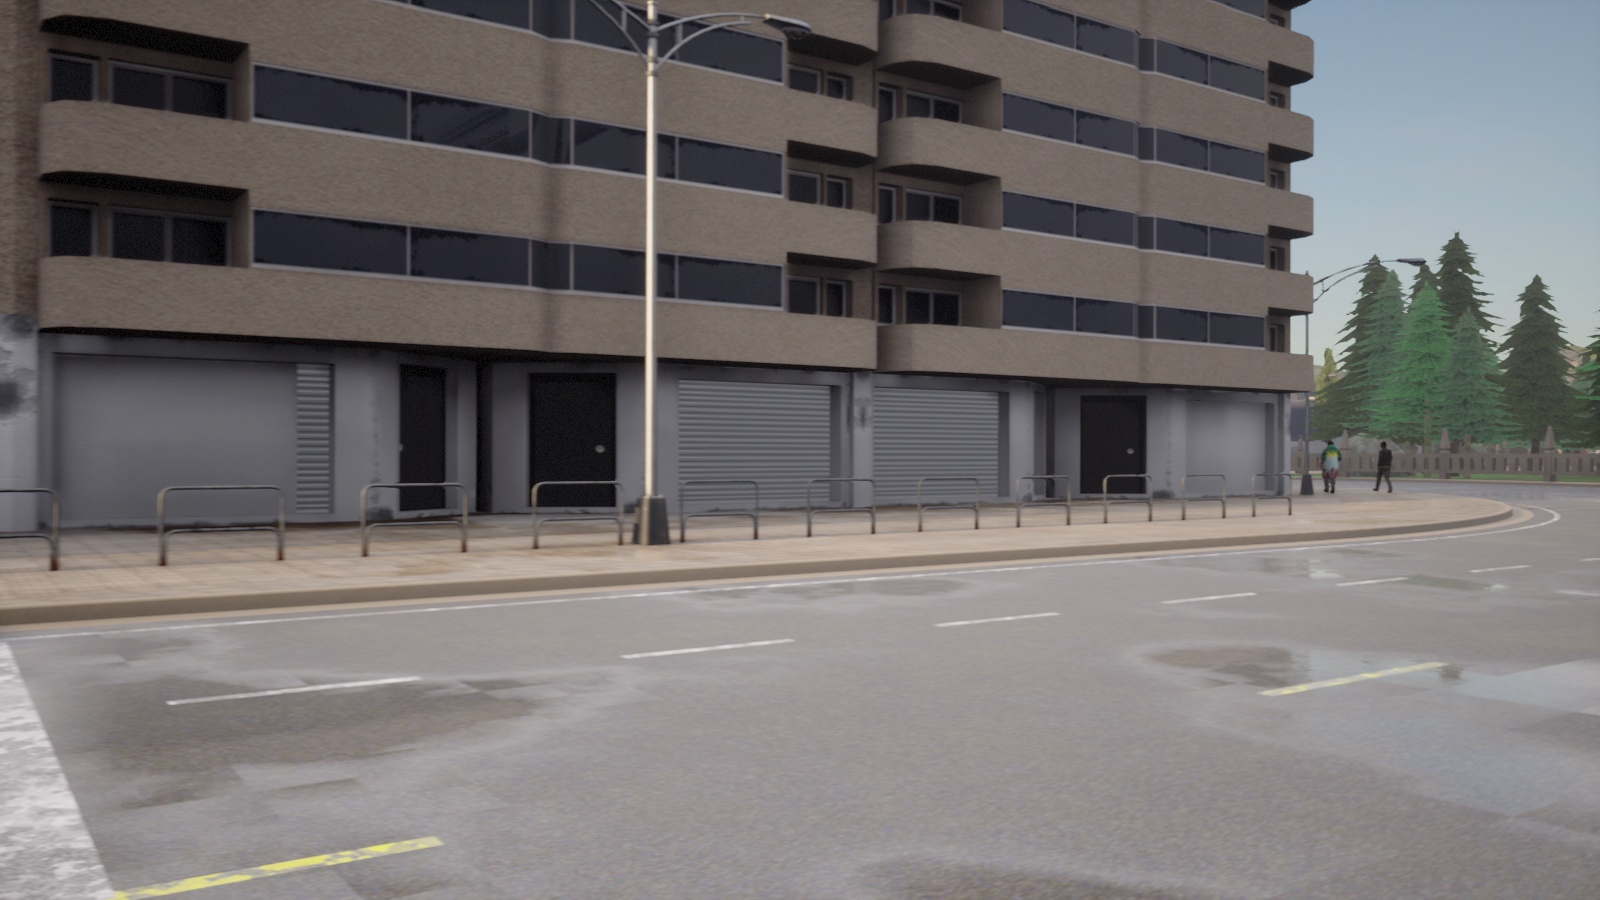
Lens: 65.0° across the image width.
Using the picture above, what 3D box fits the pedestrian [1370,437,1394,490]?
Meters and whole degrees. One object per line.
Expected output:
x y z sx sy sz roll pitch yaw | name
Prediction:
20.178 0.470 43.518 0.431 1.840 0.703 0 0 -7 | pedestrian

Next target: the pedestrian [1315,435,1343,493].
18.280 0.479 43.402 0.659 1.952 0.873 0 0 6 | pedestrian
